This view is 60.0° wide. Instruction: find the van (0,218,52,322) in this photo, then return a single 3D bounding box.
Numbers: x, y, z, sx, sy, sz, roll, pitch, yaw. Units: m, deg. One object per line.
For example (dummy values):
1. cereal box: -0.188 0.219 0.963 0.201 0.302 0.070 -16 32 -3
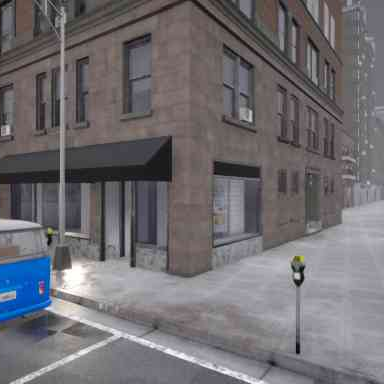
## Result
1. van: -4.298 1.340 6.085 3.998 1.788 1.690 0 0 35
